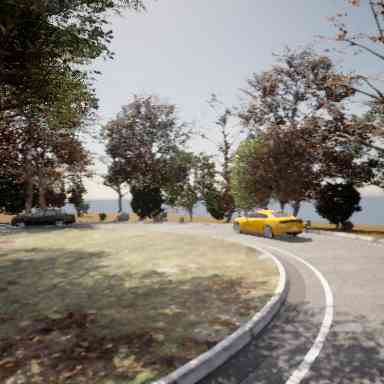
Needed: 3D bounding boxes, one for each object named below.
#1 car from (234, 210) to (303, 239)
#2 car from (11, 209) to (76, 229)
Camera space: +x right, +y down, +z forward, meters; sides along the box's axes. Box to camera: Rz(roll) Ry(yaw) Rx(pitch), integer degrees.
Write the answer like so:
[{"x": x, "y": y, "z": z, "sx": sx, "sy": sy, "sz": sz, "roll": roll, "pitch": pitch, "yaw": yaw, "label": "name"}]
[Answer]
[{"x": 4.416, "y": 1.851, "z": 20.039, "sx": 1.882, "sy": 1.535, "sz": 5.008, "roll": 1, "pitch": -2, "yaw": -26, "label": "car"}, {"x": -12.468, "y": 2.228, "z": 28.043, "sx": 5.008, "sy": 1.535, "sz": 1.882, "roll": -1, "pitch": -2, "yaw": -7, "label": "car"}]
